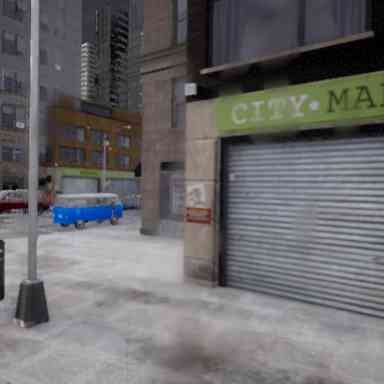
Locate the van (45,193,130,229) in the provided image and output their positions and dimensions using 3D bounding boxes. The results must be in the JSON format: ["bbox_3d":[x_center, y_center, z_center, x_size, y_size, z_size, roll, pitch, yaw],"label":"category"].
[{"bbox_3d":[-5.629,0.991,18.414,1.690,1.788,3.998,2,2,35],"label":"van"}]

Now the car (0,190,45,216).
[{"bbox_3d":[-12.591,0.784,23.329,2.192,1.841,5.009,2,2,35],"label":"car"}]

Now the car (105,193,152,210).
[{"bbox_3d":[-6.124,0.876,32.498,1.887,1.381,4.507,2,2,35],"label":"car"}]

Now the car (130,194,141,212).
[{"bbox_3d":[-6.138,0.981,27.884,2.033,1.411,5.357,1,2,35],"label":"car"}]
